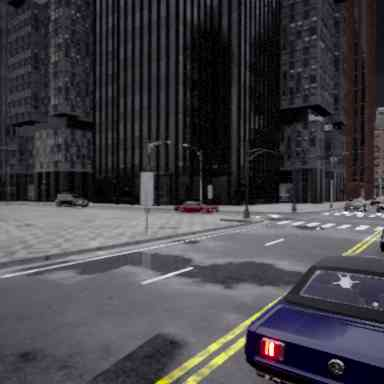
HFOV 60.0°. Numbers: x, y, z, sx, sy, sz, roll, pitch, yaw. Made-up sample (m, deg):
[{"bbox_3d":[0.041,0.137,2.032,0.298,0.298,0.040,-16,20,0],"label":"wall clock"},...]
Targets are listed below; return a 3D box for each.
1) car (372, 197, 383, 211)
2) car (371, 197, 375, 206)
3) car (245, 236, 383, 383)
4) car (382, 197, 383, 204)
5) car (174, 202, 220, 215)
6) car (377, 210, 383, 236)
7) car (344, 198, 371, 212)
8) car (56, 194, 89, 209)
[{"bbox_3d":[22.239,1.607,37.694,2.033,1.411,5.357,1,0,36],"label":"car"},{"bbox_3d":[30.759,1.561,54.833,1.882,1.535,5.008,1,0,36],"label":"car"},{"bbox_3d":[2.624,1.602,4.792,1.895,1.301,4.718,1,0,36],"label":"car"},{"bbox_3d":[39.631,1.702,67.034,1.895,1.301,4.718,1,0,36],"label":"car"},{"bbox_3d":[0.480,1.667,34.187,4.718,1.301,1.895,0,0,36],"label":"car"},{"bbox_3d":[8.685,1.569,13.144,2.033,1.411,5.357,1,0,36],"label":"car"},{"bbox_3d":[19.365,1.535,39.261,1.837,1.490,4.892,1,1,36],"label":"car"},{"bbox_3d":[-16.901,1.324,46.835,5.566,2.045,2.150,0,0,36],"label":"car"}]
